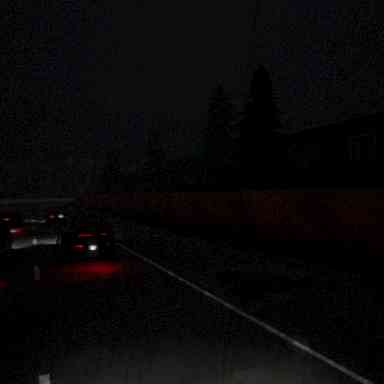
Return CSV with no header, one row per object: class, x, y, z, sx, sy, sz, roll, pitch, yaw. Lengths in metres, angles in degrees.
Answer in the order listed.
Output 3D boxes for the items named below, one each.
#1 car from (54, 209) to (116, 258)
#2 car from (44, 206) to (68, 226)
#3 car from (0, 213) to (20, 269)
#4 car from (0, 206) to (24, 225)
car,-4.429,1.660,13.612,1.837,1.490,4.892,0,0,-25
car,-10.521,1.838,26.255,2.033,1.411,5.357,0,-1,-26
car,-7.167,1.670,11.209,2.033,1.411,5.357,0,-1,-25
car,-14.256,1.809,25.970,1.812,1.442,4.674,0,0,-25
